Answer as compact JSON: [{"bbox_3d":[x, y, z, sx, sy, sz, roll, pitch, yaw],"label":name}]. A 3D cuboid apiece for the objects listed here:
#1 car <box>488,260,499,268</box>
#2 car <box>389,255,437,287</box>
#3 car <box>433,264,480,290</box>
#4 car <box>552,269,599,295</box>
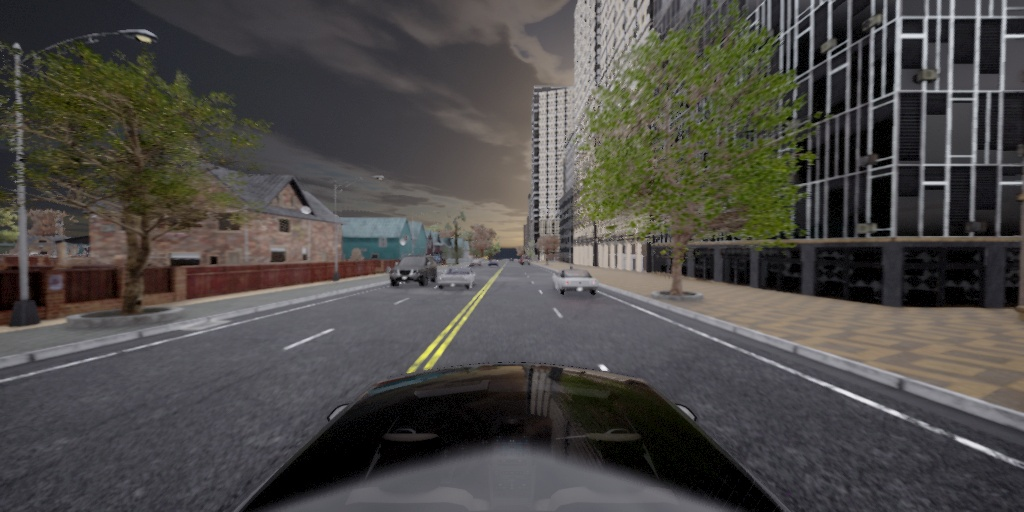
[{"bbox_3d":[-3.325,1.429,64.949,1.895,1.301,4.718,0,0,0],"label":"car"},{"bbox_3d":[-6.613,0.980,24.831,2.150,2.045,5.566,0,0,0],"label":"car"},{"bbox_3d":[-3.365,1.359,22.633,1.895,1.301,4.718,0,0,0],"label":"car"},{"bbox_3d":[3.333,1.358,19.834,1.895,1.301,4.718,0,0,0],"label":"car"}]
